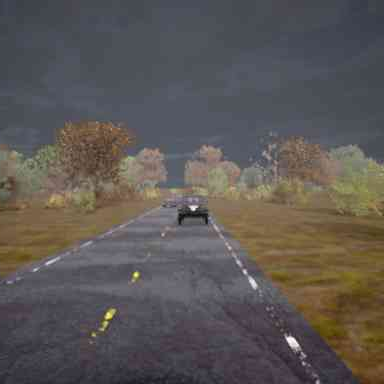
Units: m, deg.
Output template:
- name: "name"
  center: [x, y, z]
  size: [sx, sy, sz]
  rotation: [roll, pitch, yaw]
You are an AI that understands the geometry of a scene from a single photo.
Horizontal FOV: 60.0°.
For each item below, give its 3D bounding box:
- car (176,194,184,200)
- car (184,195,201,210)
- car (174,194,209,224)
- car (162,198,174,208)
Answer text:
- name: "car"
  center: [-3.019, 1.313, 86.350]
  size: [1.837, 1.490, 4.892]
  rotation: [0, 0, 0]
- name: "car"
  center: [0.091, 1.288, 42.566]
  size: [2.097, 1.767, 4.553]
  rotation: [0, 0, 0]
- name: "car"
  center: [0.096, 1.191, 24.592]
  size: [2.150, 2.045, 5.566]
  rotation: [0, 0, 0]
- name: "car"
  center: [-3.088, 1.476, 46.281]
  size: [2.033, 1.411, 5.357]
  rotation: [0, 0, 0]
